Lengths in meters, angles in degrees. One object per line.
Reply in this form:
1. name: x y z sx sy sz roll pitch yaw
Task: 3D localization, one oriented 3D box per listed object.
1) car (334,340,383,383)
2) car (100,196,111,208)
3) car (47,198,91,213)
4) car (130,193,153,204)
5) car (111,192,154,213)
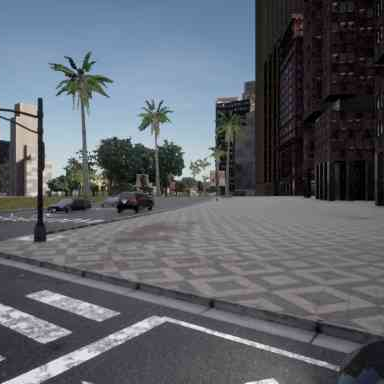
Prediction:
1. car: 3.181 1.505 1.441 4.892 1.490 1.837 0 0 34
2. car: -10.218 1.259 43.589 1.812 1.442 4.674 0 1 13
3. car: -12.444 1.362 34.196 2.033 1.411 5.357 0 0 14
4. car: -8.087 0.994 53.670 2.097 1.767 4.553 0 1 11
5. car: -5.659 1.029 33.748 2.150 2.045 5.566 0 0 14
